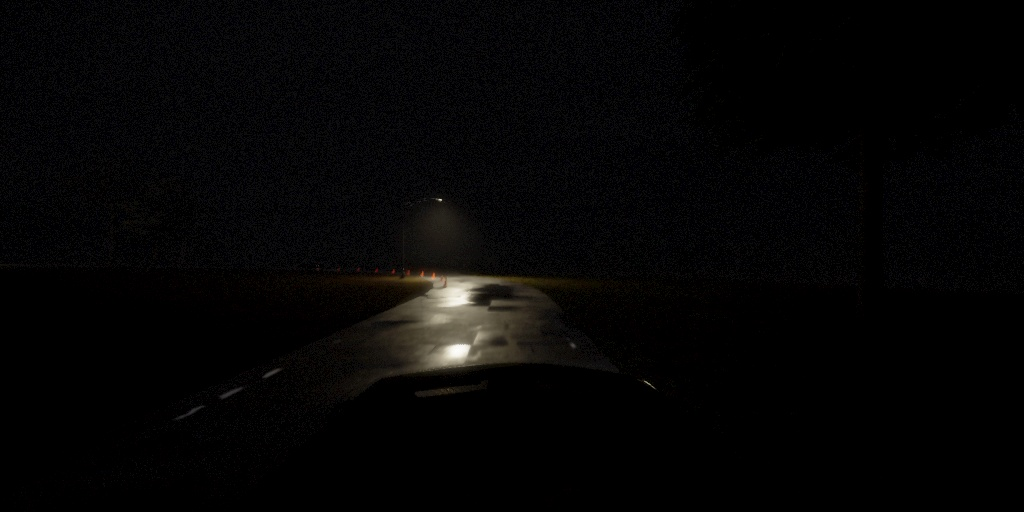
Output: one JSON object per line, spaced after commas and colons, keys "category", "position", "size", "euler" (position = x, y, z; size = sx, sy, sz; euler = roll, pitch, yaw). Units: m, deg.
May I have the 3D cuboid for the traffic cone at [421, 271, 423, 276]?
{"category": "traffic cone", "position": [-9.591, 1.888, 38.327], "size": [0.340, 0.580, 0.340], "euler": [0, 0, -30]}

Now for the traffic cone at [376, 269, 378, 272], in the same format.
{"category": "traffic cone", "position": [-18.562, 1.947, 49.229], "size": [0.340, 0.580, 0.340], "euler": [0, 0, 41]}

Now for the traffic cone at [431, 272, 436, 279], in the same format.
{"category": "traffic cone", "position": [-7.458, 1.858, 34.110], "size": [0.340, 0.580, 0.340], "euler": [0, 0, -24]}

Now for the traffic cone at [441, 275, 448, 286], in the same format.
{"category": "traffic cone", "position": [-4.642, 1.800, 25.104], "size": [0.340, 0.580, 0.340], "euler": [0, 0, -11]}

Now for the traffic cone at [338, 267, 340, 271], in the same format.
{"category": "traffic cone", "position": [-26.313, 1.943, 54.612], "size": [0.340, 0.580, 0.340], "euler": [0, 0, 28]}

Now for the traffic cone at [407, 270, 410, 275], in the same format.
{"category": "traffic cone", "position": [-12.175, 1.914, 42.284], "size": [0.340, 0.580, 0.340], "euler": [0, 0, -36]}

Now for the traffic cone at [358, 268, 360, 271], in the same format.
{"category": "traffic cone", "position": [-22.289, 1.951, 52.134], "size": [0.340, 0.580, 0.340], "euler": [0, 0, 35]}
